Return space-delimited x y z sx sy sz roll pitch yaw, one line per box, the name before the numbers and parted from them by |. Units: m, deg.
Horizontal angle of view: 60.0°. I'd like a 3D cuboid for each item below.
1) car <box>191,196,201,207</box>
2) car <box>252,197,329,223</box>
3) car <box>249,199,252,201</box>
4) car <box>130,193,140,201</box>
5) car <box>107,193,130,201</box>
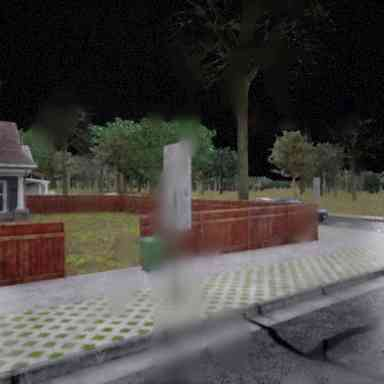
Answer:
car | -0.295 1.125 32.612 2.033 1.411 5.357 0 1 -37
car | 6.829 1.242 22.789 1.882 1.535 5.008 0 1 -36
car | 5.855 1.183 29.222 1.812 1.442 4.674 0 1 -36
car | -9.003 0.865 49.584 1.895 1.301 4.718 0 1 -36
car | -11.112 0.813 47.640 1.812 1.442 4.674 0 1 -35
